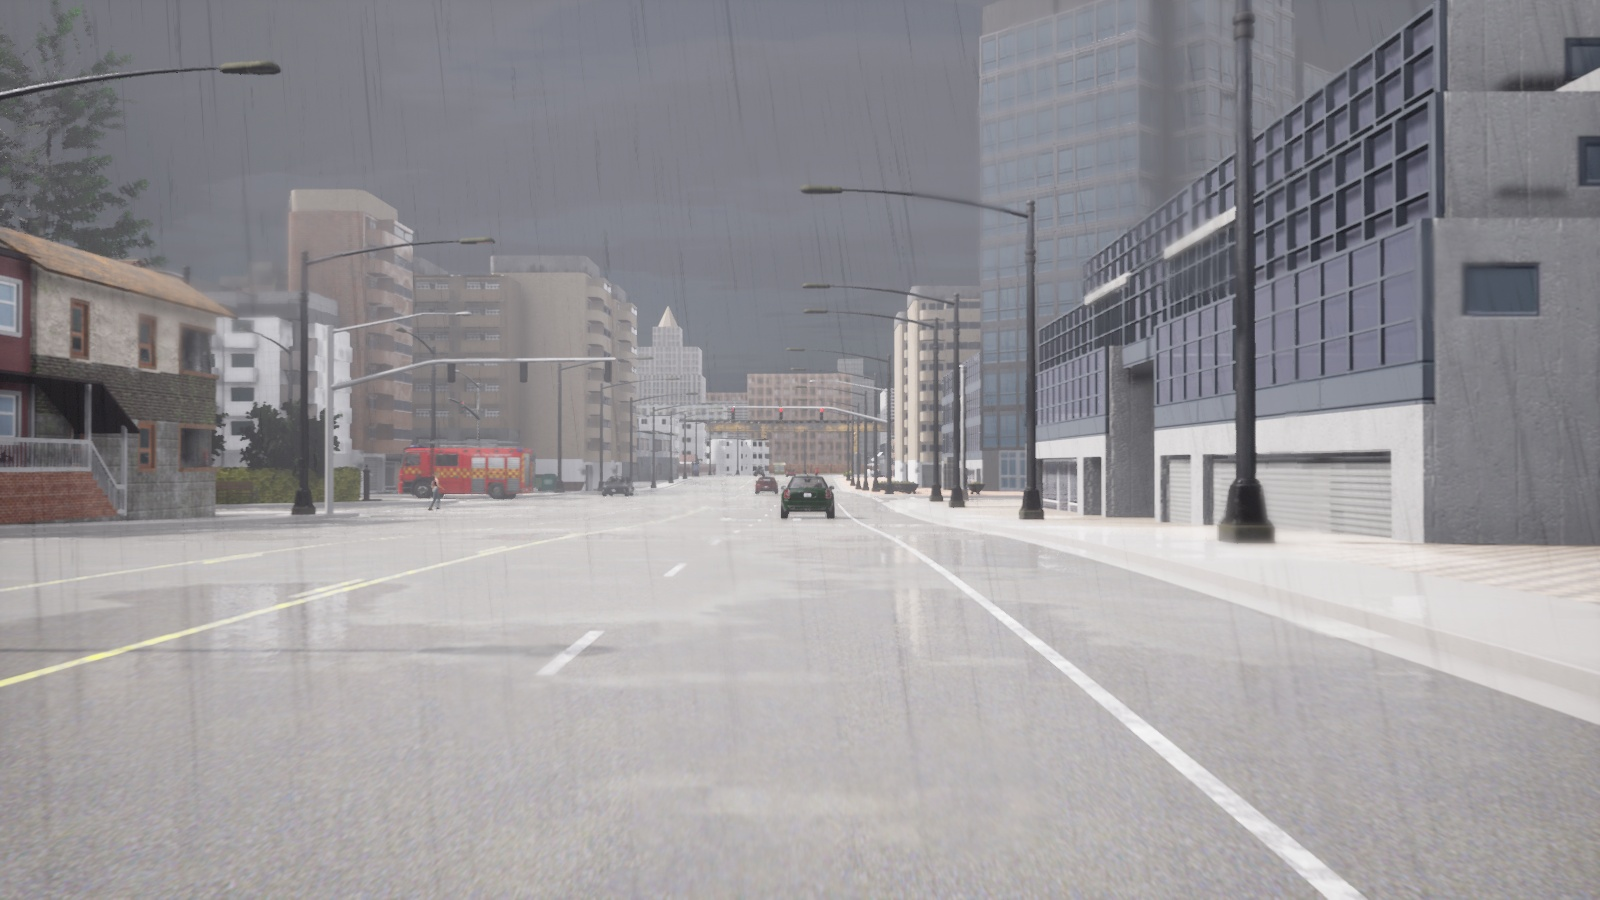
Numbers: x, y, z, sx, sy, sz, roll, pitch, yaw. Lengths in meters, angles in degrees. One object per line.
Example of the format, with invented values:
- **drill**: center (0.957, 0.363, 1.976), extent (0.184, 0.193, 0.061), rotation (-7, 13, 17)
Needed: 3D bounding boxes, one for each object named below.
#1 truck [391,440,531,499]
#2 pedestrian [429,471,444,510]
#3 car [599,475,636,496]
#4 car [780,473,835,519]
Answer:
- **truck**: center (-22.418, 1.304, 83.368), extent (8.468, 3.827, 2.891), rotation (0, -1, 5)
- **pedestrian**: center (-17.349, 1.945, 59.938), extent (0.594, 1.836, 0.345), rotation (0, -1, -27)
- **car**: center (-13.457, 2.603, 92.707), extent (2.007, 1.525, 4.514), rotation (0, -1, 0)
- **car**: center (0.302, 1.827, 50.229), extent (2.097, 1.767, 4.553), rotation (0, -2, 0)
